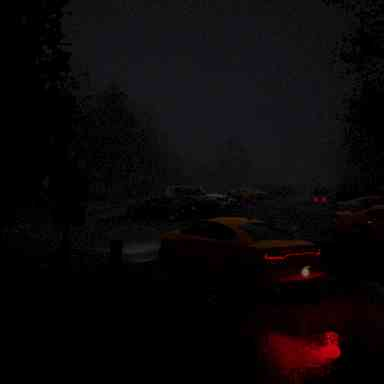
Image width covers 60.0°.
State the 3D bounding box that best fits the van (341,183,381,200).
[{"bbox_3d":[21.218,-0.120,41.930,4.442,1.987,1.878,1,2,24],"label":"van"}]

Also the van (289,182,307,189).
[{"bbox_3d":[28.798,-1.788,90.346,4.442,1.987,1.878,1,1,24],"label":"van"}]

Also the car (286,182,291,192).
[{"bbox_3d":[13.990,-0.435,57.479,4.792,1.488,2.163,1,2,24],"label":"car"}]

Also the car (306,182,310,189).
[{"bbox_3d":[26.645,-1.705,85.244,5.566,2.045,2.435,1,2,24],"label":"car"}]

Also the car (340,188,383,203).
[{"bbox_3d":[19.118,0.329,36.976,4.792,1.488,2.163,1,3,24],"label":"car"}]

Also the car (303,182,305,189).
[{"bbox_3d":[23.177,-1.185,77.685,5.008,1.535,2.097,1,2,24],"label":"car"}]

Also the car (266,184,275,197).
[{"bbox_3d":[7.315,0.096,42.234,5.366,1.575,1.946,1,3,24],"label":"car"}]

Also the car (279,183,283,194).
[{"bbox_3d":[10.606,-0.164,49.873,4.792,1.488,2.163,1,2,24],"label":"car"}]

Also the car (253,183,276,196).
[{"bbox_3d":[8.283,-0.005,44.832,4.892,1.521,2.231,1,3,24],"label":"car"}]

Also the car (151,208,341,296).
[{"bbox_3d":[0.905,1.379,8.522,1.882,1.535,5.008,2,-1,-31],"label":"car"}]

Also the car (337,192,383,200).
[{"bbox_3d":[9.975,1.077,16.804,4.553,1.767,2.185,1,3,24],"label":"car"}]

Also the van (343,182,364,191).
[{"bbox_3d":[37.434,-1.378,77.156,4.442,1.987,1.878,1,2,24],"label":"van"}]

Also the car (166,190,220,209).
[{"bbox_3d":[-0.868,0.887,24.627,5.008,1.535,2.097,1,3,24],"label":"car"}]

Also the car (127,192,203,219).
[{"bbox_3d":[-2.045,1.031,22.116,4.792,1.488,2.163,1,3,24],"label":"car"}]

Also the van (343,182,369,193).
[{"bbox_3d":[31.770,-0.933,64.661,4.442,1.987,1.878,1,2,24],"label":"van"}]

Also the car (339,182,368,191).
[{"bbox_3d":[35.068,-1.230,72.285,5.566,2.045,2.435,1,2,24],"label":"car"}]

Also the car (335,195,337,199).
[{"bbox_3d":[11.012,1.122,19.243,4.792,1.488,2.163,1,3,24],"label":"car"}]

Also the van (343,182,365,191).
[{"bbox_3d":[36.343,-1.292,74.748,4.442,1.987,1.878,1,2,24],"label":"van"}]

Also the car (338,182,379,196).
[{"bbox_3d":[25.870,-0.507,51.997,5.566,2.045,2.435,1,2,24],"label":"car"}]

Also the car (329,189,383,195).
[{"bbox_3d":[13.156,0.860,24.347,5.366,1.575,1.946,1,3,24],"label":"car"}]

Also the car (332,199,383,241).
[{"bbox_3d":[8.799,1.316,14.302,5.008,1.535,2.097,1,3,24],"label":"car"}]

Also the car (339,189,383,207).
[{"bbox_3d":[16.728,0.553,31.844,4.792,1.488,2.163,1,3,24],"label":"car"}]

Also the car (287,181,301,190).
[{"bbox_3d":[19.576,-0.920,70.178,5.366,1.575,1.946,1,2,24],"label":"car"}]

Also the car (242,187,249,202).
[{"bbox_3d":[2.570,0.546,32.206,4.892,1.521,2.231,1,3,24],"label":"car"}]

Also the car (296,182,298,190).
[{"bbox_3d":[17.460,-0.733,65.044,4.892,1.521,2.231,1,2,24],"label":"car"}]

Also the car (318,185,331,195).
[{"bbox_3d":[22.615,-0.431,56.718,1.882,1.535,5.008,1,2,24],"label":"car"}]

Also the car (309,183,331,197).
[{"bbox_3d":[18.365,-0.083,47.345,2.128,1.511,4.902,1,2,24],"label":"car"}]

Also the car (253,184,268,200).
[{"bbox_3d":[5.882,0.194,39.973,5.366,1.575,1.946,1,3,24],"label":"car"}]

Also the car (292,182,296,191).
[{"bbox_3d":[16.139,-0.650,62.596,5.366,1.575,1.946,1,2,24],"label":"car"}]

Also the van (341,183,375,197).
[{"bbox_3d":[24.647,-0.393,49.513,4.442,1.987,1.878,1,2,24],"label":"van"}]

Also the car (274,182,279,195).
[{"bbox_3d":[9.464,-0.227,47.342,4.553,1.767,2.185,1,2,24],"label":"car"}]

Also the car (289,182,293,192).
[{"bbox_3d":[15.136,-0.525,60.006,4.792,1.488,2.163,1,2,24],"label":"car"}]

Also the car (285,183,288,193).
[{"bbox_3d":[12.845,-0.345,54.951,4.792,1.488,2.163,1,2,24],"label":"car"}]

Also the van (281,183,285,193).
[{"bbox_3d":[11.832,-0.508,52.355,4.442,1.987,1.878,1,2,24],"label":"van"}]

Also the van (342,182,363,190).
[{"bbox_3d":[38.420,-1.476,79.895,4.442,1.987,1.878,1,2,24],"label":"van"}]

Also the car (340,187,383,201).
[{"bbox_3d":[20.208,0.232,39.378,4.792,1.488,2.163,1,2,24],"label":"car"}]

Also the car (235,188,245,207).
[{"bbox_3d":[1.588,0.659,29.605,5.366,1.575,1.946,1,3,24],"label":"car"}]

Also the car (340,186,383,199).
[{"bbox_3d":[22.471,0.014,44.428,5.008,1.535,2.097,1,2,24],"label":"car"}]

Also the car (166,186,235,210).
[{"bbox_3d":[0.298,0.523,27.133,5.566,2.045,2.435,1,3,24],"label":"car"}]

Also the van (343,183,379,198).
[{"bbox_3d":[23.716,-0.300,46.895,4.442,1.987,1.878,1,2,24],"label":"van"}]

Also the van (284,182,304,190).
[{"bbox_3d":[25.368,-1.592,82.777,4.442,1.987,1.878,1,2,24],"label":"van"}]

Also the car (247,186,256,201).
[{"bbox_3d":[3.541,0.425,34.810,5.366,1.575,1.946,1,3,24],"label":"car"}]

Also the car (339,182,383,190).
[{"bbox_3d":[15.637,0.387,29.289,5.566,2.045,2.435,1,3,24],"label":"car"}]
